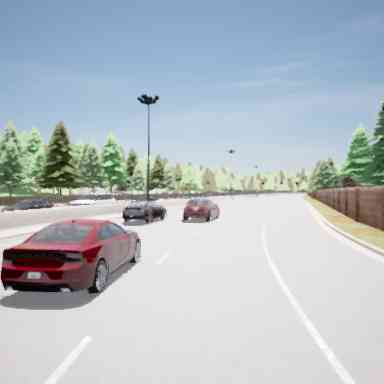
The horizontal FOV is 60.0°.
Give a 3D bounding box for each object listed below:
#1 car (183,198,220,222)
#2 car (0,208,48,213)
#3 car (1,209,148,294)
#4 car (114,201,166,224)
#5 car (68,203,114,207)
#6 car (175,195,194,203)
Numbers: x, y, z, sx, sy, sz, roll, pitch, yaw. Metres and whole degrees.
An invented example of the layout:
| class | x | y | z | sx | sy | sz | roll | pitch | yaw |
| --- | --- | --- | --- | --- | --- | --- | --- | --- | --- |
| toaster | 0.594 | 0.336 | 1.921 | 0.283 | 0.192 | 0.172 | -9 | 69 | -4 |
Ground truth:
| class | x | y | z | sx | sy | sz | roll | pitch | yaw |
| --- | --- | --- | --- | --- | --- | --- | --- | --- | --- |
| car | 0.835 | 1.284 | 26.241 | 2.097 | 1.767 | 4.553 | 0 | 0 | 16 |
| car | -13.557 | 1.365 | 27.660 | 1.837 | 1.490 | 4.892 | 0 | 0 | 15 |
| car | -2.770 | 1.440 | 8.820 | 1.882 | 1.535 | 5.008 | 0 | 0 | 6 |
| car | -3.358 | 1.409 | 24.271 | 2.128 | 1.511 | 4.902 | 0 | 0 | 15 |
| car | -9.079 | 1.095 | 30.654 | 2.150 | 2.045 | 5.566 | 0 | 0 | 17 |
| car | -1.451 | 1.409 | 66.349 | 2.033 | 1.411 | 5.357 | 0 | 0 | 18 |
